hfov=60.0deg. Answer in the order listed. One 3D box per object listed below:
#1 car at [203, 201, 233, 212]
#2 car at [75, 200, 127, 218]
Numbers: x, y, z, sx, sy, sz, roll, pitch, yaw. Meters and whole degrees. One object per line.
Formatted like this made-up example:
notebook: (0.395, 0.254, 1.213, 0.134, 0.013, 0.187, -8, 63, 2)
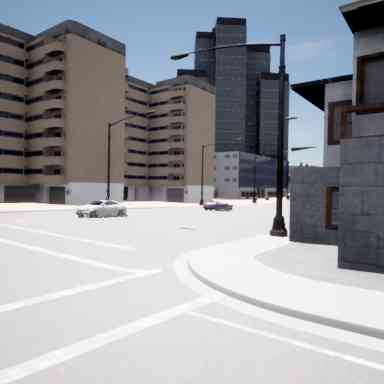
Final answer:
car: (3.380, 1.819, 42.857, 1.895, 1.301, 4.718, 2, 0, 37)
car: (-7.530, 1.379, 28.067, 1.812, 1.442, 4.674, 2, 0, 36)
